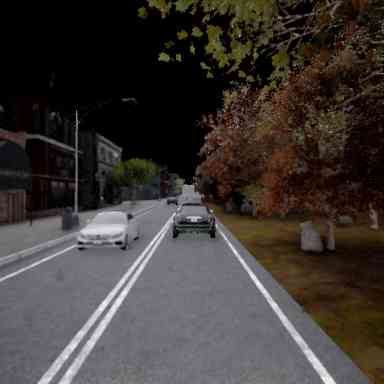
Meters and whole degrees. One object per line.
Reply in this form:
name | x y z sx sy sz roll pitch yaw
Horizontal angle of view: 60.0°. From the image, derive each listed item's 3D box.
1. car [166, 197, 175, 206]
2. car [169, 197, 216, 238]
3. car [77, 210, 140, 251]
car | -3.304 1.531 55.920 2.033 1.411 5.357 0 0 1
car | 0.103 1.350 17.911 2.097 1.767 4.553 0 0 0
car | -3.350 1.525 14.149 1.812 1.442 4.674 0 0 0
